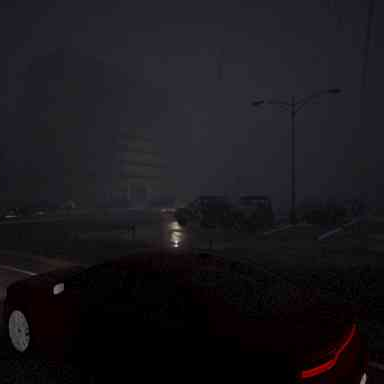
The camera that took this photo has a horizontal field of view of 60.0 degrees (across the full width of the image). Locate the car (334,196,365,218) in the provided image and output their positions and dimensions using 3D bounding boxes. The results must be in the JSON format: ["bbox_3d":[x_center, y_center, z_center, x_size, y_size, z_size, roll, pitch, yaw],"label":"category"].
[{"bbox_3d":[15.344,1.395,32.012,1.970,1.475,3.806,0,0,34],"label":"car"}]

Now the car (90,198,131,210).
[{"bbox_3d":[-10.372,1.601,41.800,1.895,1.301,4.718,0,0,34],"label":"car"}]

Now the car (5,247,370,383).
[{"bbox_3d":[-0.520,1.478,4.360,5.008,1.535,1.882,0,0,35],"label":"car"}]

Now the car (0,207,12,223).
[{"bbox_3d":[-14.933,1.601,22.018,1.895,1.301,4.718,0,0,33],"label":"car"}]

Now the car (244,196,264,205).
[{"bbox_3d":[11.509,1.526,61.496,1.812,1.442,4.674,0,0,34],"label":"car"}]

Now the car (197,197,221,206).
[{"bbox_3d":[2.798,1.526,54.773,1.812,1.442,4.674,0,0,34],"label":"car"}]

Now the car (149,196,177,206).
[{"bbox_3d":[-4.797,1.492,56.319,2.128,1.511,4.902,0,0,34],"label":"car"}]

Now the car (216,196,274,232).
[{"bbox_3d":[3.321,1.156,19.057,1.905,1.878,3.866,0,0,34],"label":"car"}]

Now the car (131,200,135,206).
[{"bbox_3d":[-10.505,1.547,47.882,2.033,1.411,5.357,0,0,33],"label":"car"}]

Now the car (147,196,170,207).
[{"bbox_3d":[-4.698,1.492,50.230,2.128,1.511,4.902,0,0,34],"label":"car"}]

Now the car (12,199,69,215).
[{"bbox_3d":[-15.715,1.547,33.838,2.033,1.411,5.357,0,0,34],"label":"car"}]

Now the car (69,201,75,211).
[{"bbox_3d":[-16.166,1.526,39.426,1.812,1.442,4.674,0,0,34],"label":"car"}]

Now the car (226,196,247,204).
[{"bbox_3d":[8.545,1.492,63.351,2.128,1.511,4.902,0,0,34],"label":"car"}]

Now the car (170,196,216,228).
[{"bbox_3d":[0.953,1.153,20.722,1.932,1.855,4.605,0,0,34],"label":"car"}]
